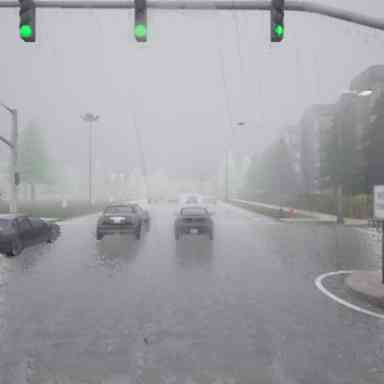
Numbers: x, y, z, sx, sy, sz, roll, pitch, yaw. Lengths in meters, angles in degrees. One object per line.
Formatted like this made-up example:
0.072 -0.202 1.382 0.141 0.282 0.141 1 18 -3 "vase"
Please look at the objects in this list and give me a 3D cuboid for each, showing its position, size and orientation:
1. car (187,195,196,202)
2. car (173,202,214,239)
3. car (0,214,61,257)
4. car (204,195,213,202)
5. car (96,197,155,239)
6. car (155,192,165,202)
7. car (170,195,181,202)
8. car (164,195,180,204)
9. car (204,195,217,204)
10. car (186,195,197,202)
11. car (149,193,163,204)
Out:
-0.031 1.373 71.235 1.837 1.490 4.892 0 0 0 "car"
0.096 1.493 17.214 1.837 1.490 4.892 0 0 0 "car"
-6.902 1.539 12.783 2.033 1.411 5.357 0 0 0 "car"
3.469 1.398 71.237 1.812 1.442 4.674 0 0 0 "car"
-3.403 1.340 17.316 2.097 1.767 4.553 0 0 0 "car"
-7.031 1.098 71.262 2.150 2.045 5.566 0 0 0 "car"
-3.531 1.413 71.234 2.033 1.411 5.357 0 0 0 "car"
-3.526 1.560 61.263 1.895 1.301 4.718 0 0 0 "car"
3.474 1.437 60.820 1.882 1.535 5.008 0 0 0 "car"
-0.026 1.523 61.235 1.994 1.385 4.181 0 0 0 "car"
-7.026 1.451 60.814 2.128 1.511 4.902 0 0 0 "car"
